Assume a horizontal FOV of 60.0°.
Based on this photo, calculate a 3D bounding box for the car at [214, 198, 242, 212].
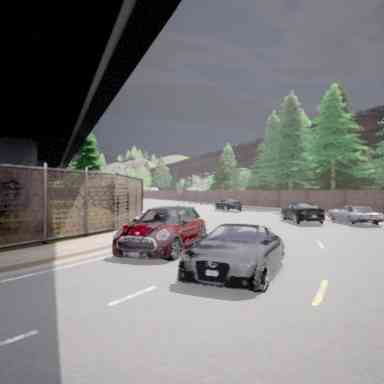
[{"bbox_3d":[4.245,1.513,39.710,1.837,1.490,4.892,0,0,-20],"label":"car"}]

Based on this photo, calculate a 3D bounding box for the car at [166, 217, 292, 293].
[{"bbox_3d":[1.269,1.566,8.982,1.994,1.385,4.181,0,0,25],"label":"car"}]

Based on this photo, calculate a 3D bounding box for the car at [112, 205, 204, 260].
[{"bbox_3d":[-0.991,1.344,12.351,2.097,1.767,4.553,0,0,20],"label":"car"}]

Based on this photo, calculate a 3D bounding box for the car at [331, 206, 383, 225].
[{"bbox_3d":[11.672,1.645,24.084,1.895,1.301,4.718,0,0,-1],"label":"car"}]

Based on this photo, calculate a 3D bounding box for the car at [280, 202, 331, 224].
[{"bbox_3d":[8.120,1.507,24.804,1.882,1.535,5.008,1,0,-2],"label":"car"}]
